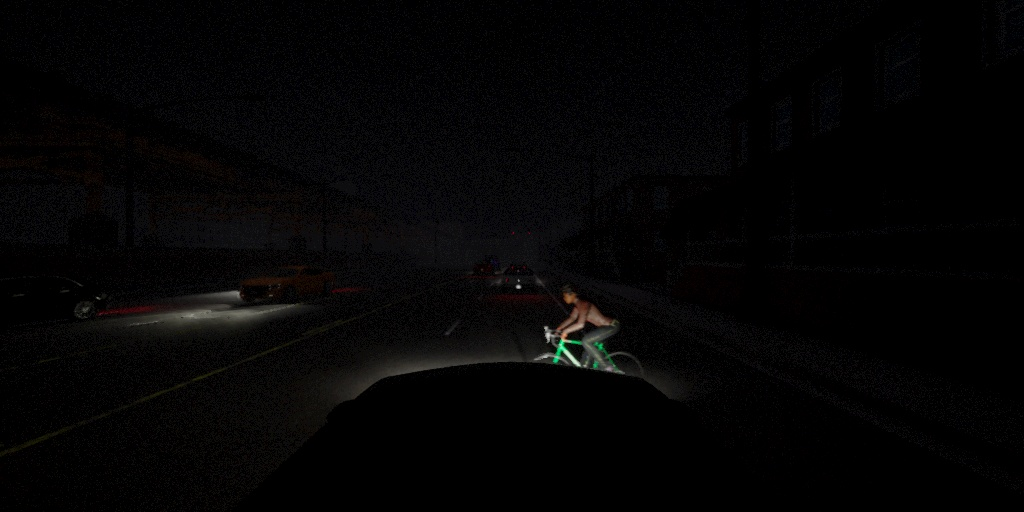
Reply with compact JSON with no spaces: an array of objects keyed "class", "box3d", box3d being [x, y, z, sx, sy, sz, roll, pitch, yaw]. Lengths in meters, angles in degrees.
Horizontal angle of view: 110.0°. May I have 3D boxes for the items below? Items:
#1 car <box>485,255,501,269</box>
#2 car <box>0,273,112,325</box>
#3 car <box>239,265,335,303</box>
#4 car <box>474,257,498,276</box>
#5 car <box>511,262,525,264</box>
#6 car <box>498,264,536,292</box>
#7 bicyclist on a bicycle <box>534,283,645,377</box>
[{"class":"car","box3d":[-2.716,0.926,47.988,2.150,2.045,5.566,0,0,1]},{"class":"car","box3d":[-13.987,1.248,9.588,1.837,1.490,4.892,0,0,1]},{"class":"car","box3d":[-10.331,1.212,16.900,1.882,1.535,5.008,0,0,1]},{"class":"car","box3d":[-2.862,1.192,37.527,1.882,1.535,5.008,0,0,1]},{"class":"car","box3d":[0.682,1.314,39.330,1.895,1.301,4.718,0,0,1]},{"class":"car","box3d":[0.396,1.331,21.224,1.895,1.301,4.718,0,0,1]},{"class":"bicyclist on a bicycle","box3d":[0.981,1.199,4.913,1.656,1.620,0.582,-2,0,1]}]
